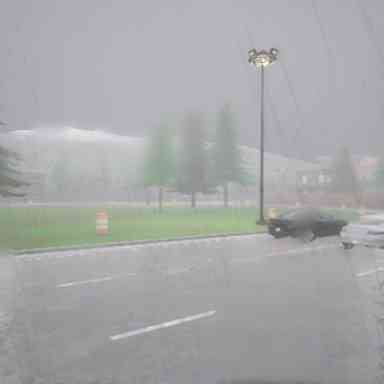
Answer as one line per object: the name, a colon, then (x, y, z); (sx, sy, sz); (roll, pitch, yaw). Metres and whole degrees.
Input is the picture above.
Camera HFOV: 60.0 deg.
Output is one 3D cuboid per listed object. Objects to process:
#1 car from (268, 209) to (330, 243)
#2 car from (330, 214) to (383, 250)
car: (6.034, 1.615, 16.892); (5.008, 1.535, 1.882); (0, 0, -35)
car: (8.043, 1.662, 13.903); (4.674, 1.442, 1.812); (0, 0, -35)
